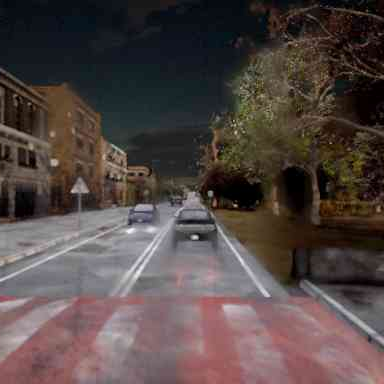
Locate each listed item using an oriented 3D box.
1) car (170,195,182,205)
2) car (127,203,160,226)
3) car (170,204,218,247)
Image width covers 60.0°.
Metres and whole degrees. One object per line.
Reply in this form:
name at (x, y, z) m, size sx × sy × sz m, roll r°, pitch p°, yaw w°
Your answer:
car at (-3.046, 1.674, 65.251) m, size 2.150 × 2.045 × 5.566 m, roll 0°, pitch -1°, yaw 1°
car at (-3.320, 1.550, 23.613) m, size 1.812 × 1.442 × 4.674 m, roll 0°, pitch 0°, yaw 0°
car at (0.110, 1.507, 15.072) m, size 2.128 × 1.511 × 4.902 m, roll 0°, pitch 0°, yaw 0°
